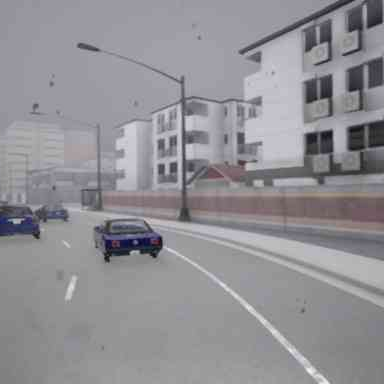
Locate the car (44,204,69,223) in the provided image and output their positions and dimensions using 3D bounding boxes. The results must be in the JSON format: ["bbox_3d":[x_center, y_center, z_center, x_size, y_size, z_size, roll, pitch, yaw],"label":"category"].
[{"bbox_3d":[-11.739,1.719,27.851,2.033,1.411,5.357,-1,0,-33],"label":"car"}]

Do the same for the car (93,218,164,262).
[{"bbox_3d":[-2.608,1.642,12.553,1.895,1.301,4.718,-1,0,-22],"label":"car"}]

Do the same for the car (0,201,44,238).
[{"bbox_3d":[-9.510,1.490,17.814,2.097,1.767,4.553,-1,0,-31],"label":"car"}]
